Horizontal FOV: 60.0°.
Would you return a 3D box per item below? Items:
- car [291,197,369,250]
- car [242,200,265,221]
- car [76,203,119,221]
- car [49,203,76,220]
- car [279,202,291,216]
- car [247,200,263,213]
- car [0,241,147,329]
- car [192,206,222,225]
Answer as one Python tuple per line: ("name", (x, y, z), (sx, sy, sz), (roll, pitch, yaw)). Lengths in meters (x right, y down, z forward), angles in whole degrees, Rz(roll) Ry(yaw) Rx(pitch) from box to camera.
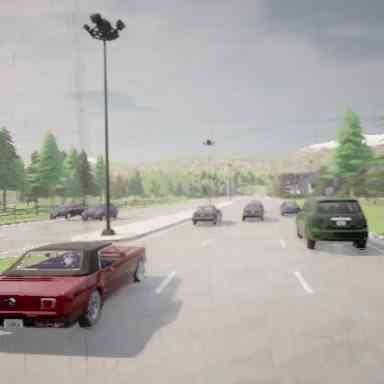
("car", (5.928, 1.245, 14.672), (2.150, 2.045, 5.566), (-1, -1, 11))
("car", (5.410, 1.736, 29.425), (2.033, 1.411, 5.357), (-1, -1, 12))
("car", (-9.179, 1.959, 33.437), (2.097, 1.767, 4.553), (-1, -1, 12))
("car", (-12.612, 1.944, 34.126), (1.837, 1.490, 4.892), (-1, -1, 12))
("car", (9.917, 1.683, 33.882), (2.033, 1.411, 5.357), (-1, -1, 12))
("car", (8.051, 1.789, 42.100), (1.812, 1.442, 4.674), (-1, -1, 12))
("car", (-2.427, 1.732, 7.266), (1.895, 1.301, 4.718), (-1, -1, 7))
("car", (1.279, 1.801, 26.777), (2.033, 1.411, 5.357), (-1, -1, 12))
